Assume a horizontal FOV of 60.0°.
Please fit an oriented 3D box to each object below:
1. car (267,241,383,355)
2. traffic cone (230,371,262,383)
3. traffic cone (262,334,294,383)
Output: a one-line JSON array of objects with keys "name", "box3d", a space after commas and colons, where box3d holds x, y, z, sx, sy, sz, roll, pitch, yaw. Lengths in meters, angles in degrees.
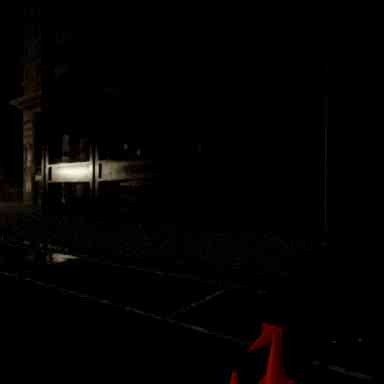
[{"name": "car", "box3d": [3.588, 1.315, 4.411, 5.009, 1.841, 2.192, 0, 0, 35]}, {"name": "traffic cone", "box3d": [0.396, 1.956, 3.073, 0.340, 0.580, 0.340, 0, 0, 35]}, {"name": "traffic cone", "box3d": [0.976, 1.956, 3.888, 0.340, 0.580, 0.340, 0, 0, 35]}]
